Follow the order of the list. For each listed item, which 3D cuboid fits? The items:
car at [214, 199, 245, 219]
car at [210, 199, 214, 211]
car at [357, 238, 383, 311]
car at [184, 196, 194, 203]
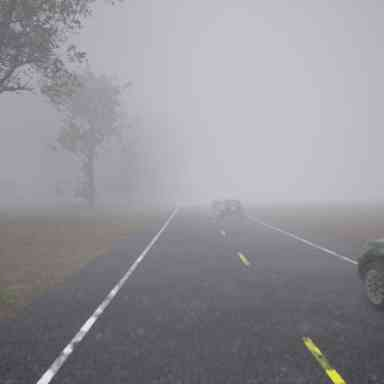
[{"bbox_3d":[3.473,1.395,30.222,2.097,1.767,4.553,0,0,0],"label":"car"},{"bbox_3d":[3.325,1.550,41.434,2.128,1.511,4.902,0,0,0],"label":"car"},{"bbox_3d":[4.553,1.244,4.657,2.150,2.045,5.566,0,0,0],"label":"car"},{"bbox_3d":[-0.666,1.600,69.243,1.837,1.490,4.892,0,-1,-1],"label":"car"}]
